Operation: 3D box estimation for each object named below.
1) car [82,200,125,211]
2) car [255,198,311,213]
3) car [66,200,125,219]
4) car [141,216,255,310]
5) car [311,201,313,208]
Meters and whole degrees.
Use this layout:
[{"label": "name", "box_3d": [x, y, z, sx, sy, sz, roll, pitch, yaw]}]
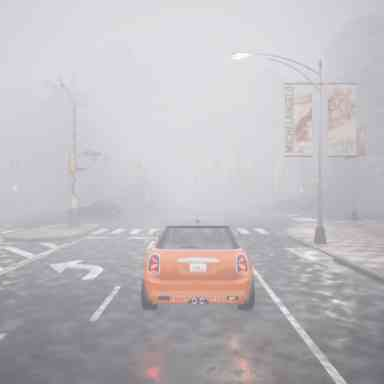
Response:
[{"label": "car", "box_3d": [-10.644, 1.594, 40.124, 4.718, 1.301, 1.895, 0, 0, 1]}, {"label": "car", "box_3d": [9.713, 1.541, 36.412, 5.357, 1.411, 2.033, 0, 0, 0]}, {"label": "car", "box_3d": [-8.593, 1.472, 29.415, 1.882, 1.535, 5.008, -1, -1, 40]}, {"label": "car", "box_3d": [0.112, 1.351, 7.994, 2.097, 1.767, 4.553, 0, 0, 0]}, {"label": "car", "box_3d": [11.978, 1.485, 39.894, 4.902, 1.511, 2.128, 0, 0, 1]}]
